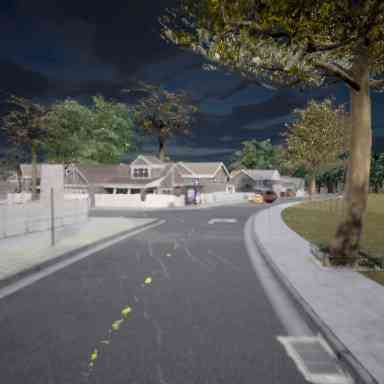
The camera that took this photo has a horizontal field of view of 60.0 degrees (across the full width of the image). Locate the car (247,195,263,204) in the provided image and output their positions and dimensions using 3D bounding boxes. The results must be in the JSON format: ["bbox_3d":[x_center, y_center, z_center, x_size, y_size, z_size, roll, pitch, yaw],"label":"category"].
[{"bbox_3d":[10.883,1.199,56.991,1.882,1.535,5.008,2,3,27],"label":"car"}]
